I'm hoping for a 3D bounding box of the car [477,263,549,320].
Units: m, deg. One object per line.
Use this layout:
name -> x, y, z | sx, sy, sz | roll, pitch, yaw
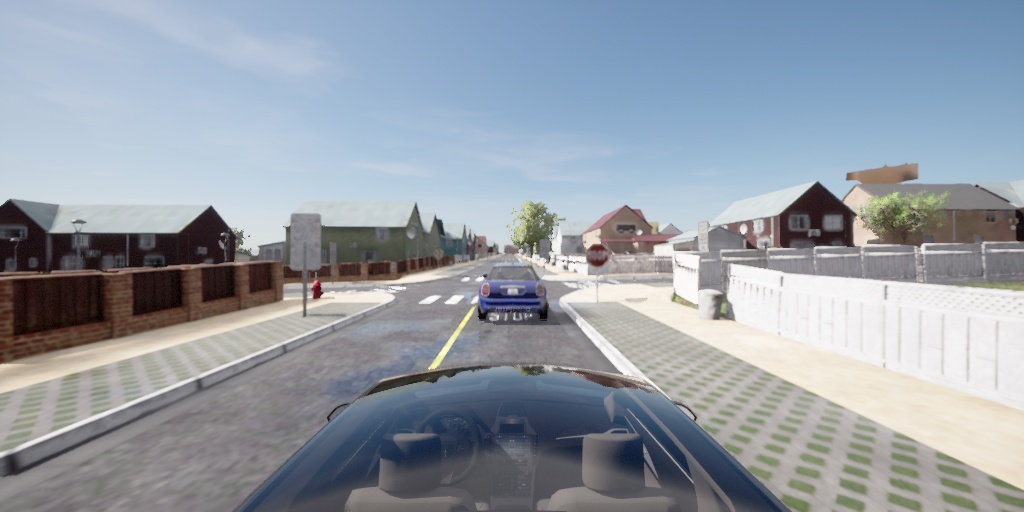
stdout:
car -> 0.039, 1.002, 12.322 | 2.097, 1.767, 4.553 | 0, 1, 0
